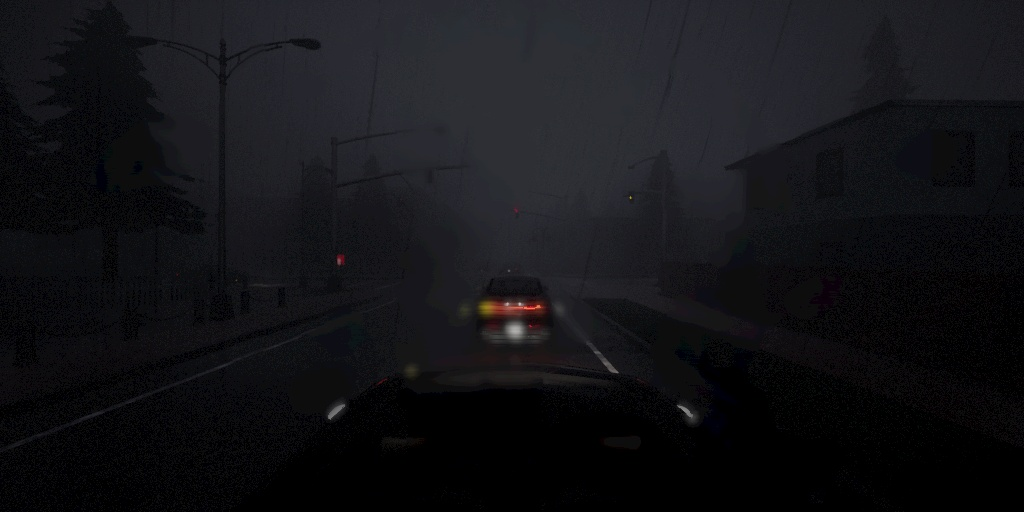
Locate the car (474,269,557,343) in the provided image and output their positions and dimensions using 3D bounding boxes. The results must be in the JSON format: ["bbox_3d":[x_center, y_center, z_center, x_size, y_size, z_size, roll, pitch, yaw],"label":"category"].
[{"bbox_3d":[0.092,1.255,9.673,1.837,1.490,4.892,0,0,0],"label":"car"}]

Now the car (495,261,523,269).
[{"bbox_3d":[-0.015,1.313,34.562,1.994,1.385,4.181,0,0,7],"label":"car"}]

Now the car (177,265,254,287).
[{"bbox_3d":[-19.863,1.329,24.001,4.181,1.385,1.994,0,0,-2],"label":"car"}]

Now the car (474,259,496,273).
[{"bbox_3d":[-3.507,1.297,44.389,2.033,1.411,5.357,0,0,0],"label":"car"}]
